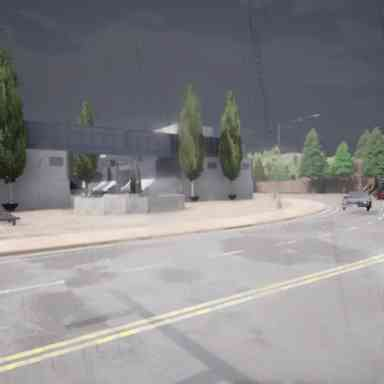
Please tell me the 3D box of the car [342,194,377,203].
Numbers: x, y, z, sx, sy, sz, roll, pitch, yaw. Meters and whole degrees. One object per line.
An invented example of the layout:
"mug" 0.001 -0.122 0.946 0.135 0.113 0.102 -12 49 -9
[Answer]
"car" 12.679 0.560 25.404 2.033 1.411 5.357 -1 1 31

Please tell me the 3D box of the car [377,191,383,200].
"car" 25.290 0.460 42.717 1.895 1.301 4.718 -1 1 4
